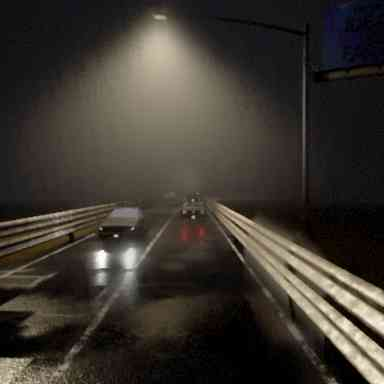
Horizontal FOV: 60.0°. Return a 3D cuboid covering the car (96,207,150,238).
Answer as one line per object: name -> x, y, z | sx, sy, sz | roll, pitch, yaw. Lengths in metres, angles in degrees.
car -> -3.253, 1.474, 16.923 | 2.033, 1.411, 5.357 | 0, 0, 0

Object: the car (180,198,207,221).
car -> 0.096, 1.398, 24.770 | 1.895, 1.301, 4.718 | 0, 0, 0

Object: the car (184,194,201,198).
car -> 0.093, 1.011, 41.905 | 2.097, 1.767, 4.553 | 0, 1, 0
